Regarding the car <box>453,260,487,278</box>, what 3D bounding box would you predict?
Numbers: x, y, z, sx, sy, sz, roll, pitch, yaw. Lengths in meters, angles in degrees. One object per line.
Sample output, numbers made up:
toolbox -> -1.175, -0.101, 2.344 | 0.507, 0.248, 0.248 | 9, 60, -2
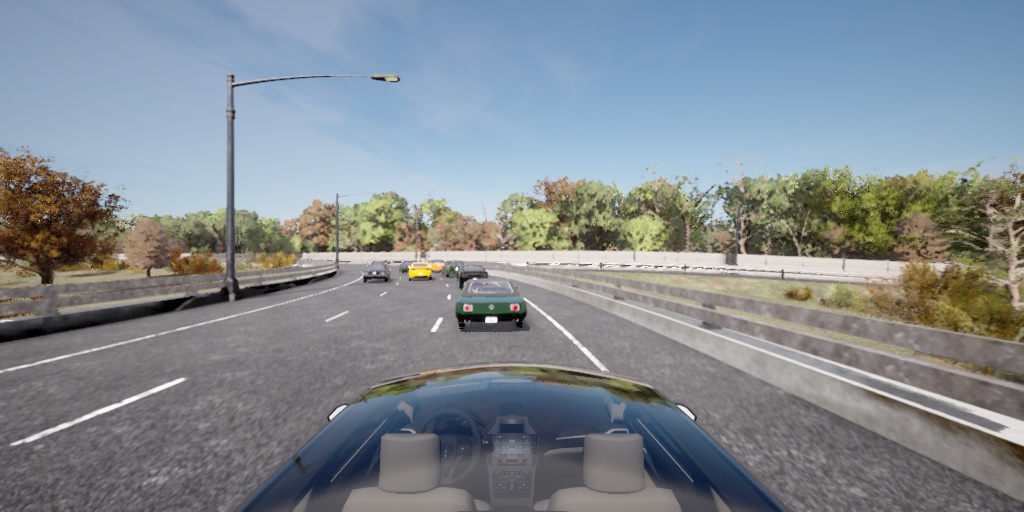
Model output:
car -> -2.745, 1.274, 24.192 | 1.882, 1.535, 5.008 | 0, 0, -12

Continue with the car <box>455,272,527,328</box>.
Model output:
car -> -0.735, 1.370, 11.488 | 1.895, 1.301, 4.718 | 0, 0, -5

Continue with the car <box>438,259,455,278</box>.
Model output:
car -> -5.841, 1.175, 35.936 | 2.097, 1.767, 4.553 | 0, 0, -17

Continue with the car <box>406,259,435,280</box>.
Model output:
car -> -8.320, 1.295, 32.296 | 1.882, 1.535, 5.008 | 0, 0, -17

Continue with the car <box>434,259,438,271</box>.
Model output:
car -> -9.842, 1.197, 46.331 | 2.097, 1.767, 4.553 | 0, 0, -23

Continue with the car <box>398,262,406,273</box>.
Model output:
car -> -13.044, 1.411, 44.972 | 1.994, 1.385, 4.181 | 0, 0, -23

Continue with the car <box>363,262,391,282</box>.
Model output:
car -> -11.070, 1.362, 29.526 | 2.033, 1.411, 5.357 | 0, 0, -15
